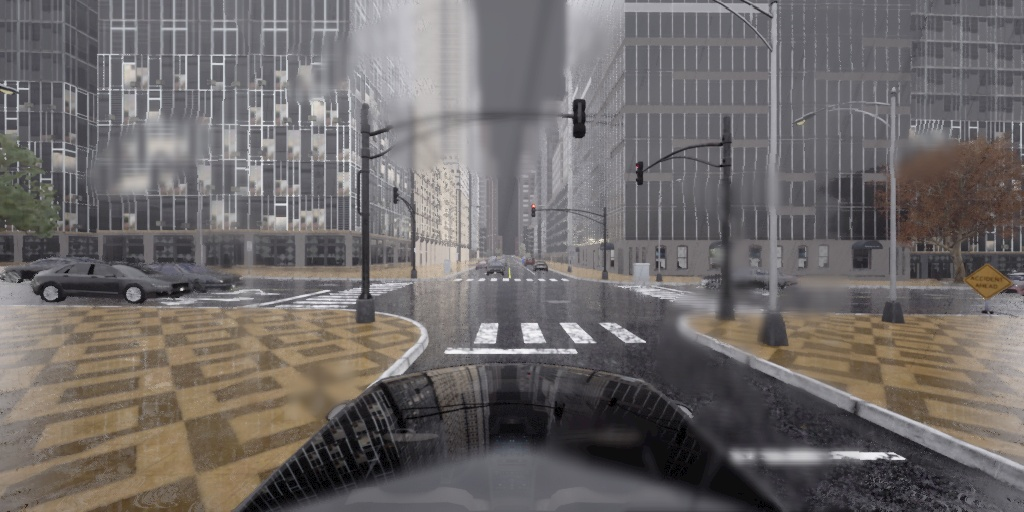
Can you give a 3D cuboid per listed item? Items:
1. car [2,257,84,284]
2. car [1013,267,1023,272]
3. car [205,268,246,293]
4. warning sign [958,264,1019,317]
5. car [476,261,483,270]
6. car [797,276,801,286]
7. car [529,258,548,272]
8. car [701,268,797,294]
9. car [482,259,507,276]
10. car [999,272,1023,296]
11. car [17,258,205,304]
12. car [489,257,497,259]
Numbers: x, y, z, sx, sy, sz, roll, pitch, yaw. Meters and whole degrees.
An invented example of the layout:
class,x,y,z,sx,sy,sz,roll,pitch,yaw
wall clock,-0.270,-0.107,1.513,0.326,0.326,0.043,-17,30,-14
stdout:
class,x,y,z,sx,sy,sz,roll,pitch,yaw
car,-25.338,0.802,20.222,4.902,1.511,2.128,1,0,-3
car,40.017,1.715,26.878,5.566,2.045,2.150,1,0,-3
car,-16.108,1.028,17.249,5.357,1.411,2.033,1,0,-3
warning sign,17.212,1.204,12.986,1.060,1.860,1.300,0,0,-3
car,-4.322,1.342,52.153,1.802,1.307,4.207,0,0,-1
car,17.558,1.640,25.722,5.357,1.411,2.033,1,0,-3
car,3.663,1.329,46.708,1.948,1.339,4.313,0,0,-1
car,14.341,1.527,22.298,4.902,1.511,2.128,1,0,-3
car,-1.715,1.314,38.497,2.033,1.411,5.357,0,0,-1
car,33.432,1.941,23.293,4.181,1.385,1.994,1,0,-3
car,-15.426,0.997,14.031,4.892,1.490,1.837,1,0,-3
car,-1.828,1.265,50.017,1.837,1.490,4.892,0,1,0
